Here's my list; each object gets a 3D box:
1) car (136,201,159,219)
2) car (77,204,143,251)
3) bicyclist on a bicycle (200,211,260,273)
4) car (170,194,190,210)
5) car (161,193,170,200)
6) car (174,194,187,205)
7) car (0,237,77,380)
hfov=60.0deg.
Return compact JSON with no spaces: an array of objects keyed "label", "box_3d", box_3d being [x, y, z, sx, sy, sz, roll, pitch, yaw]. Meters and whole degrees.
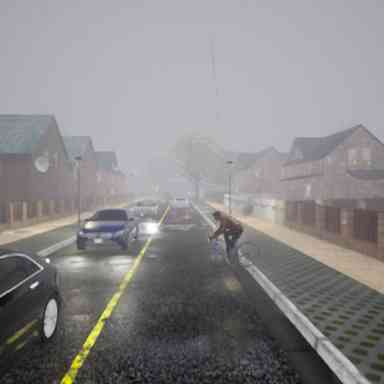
[{"label":"car","box_3d":[-3.803,1.387,27.131,1.895,1.301,4.718,0,1,-2]},{"label":"car","box_3d":[-3.315,1.420,13.835,1.812,1.442,4.674,0,0,-2]},{"label":"bicyclist on a bicycle","box_3d":[0.942,1.298,8.899,1.656,1.620,0.582,-9,1,-2]},{"label":"car","box_3d":[-1.230,1.223,36.726,1.812,1.442,4.674,0,1,-2]},{"label":"car","box_3d":[-5.388,0.911,71.088,1.812,1.442,4.674,0,1,-2]},{"label":"car","box_3d":[-1.745,1.100,50.291,1.812,1.442,4.674,0,0,-2]},{"label":"car","box_3d":[-2.924,1.480,3.476,1.837,1.490,4.892,0,0,-2]}]
